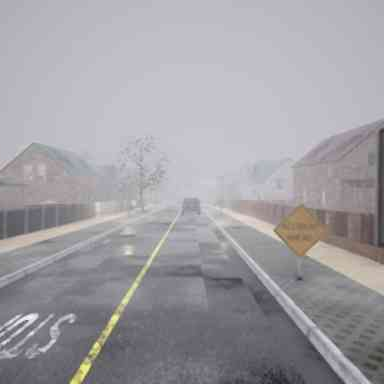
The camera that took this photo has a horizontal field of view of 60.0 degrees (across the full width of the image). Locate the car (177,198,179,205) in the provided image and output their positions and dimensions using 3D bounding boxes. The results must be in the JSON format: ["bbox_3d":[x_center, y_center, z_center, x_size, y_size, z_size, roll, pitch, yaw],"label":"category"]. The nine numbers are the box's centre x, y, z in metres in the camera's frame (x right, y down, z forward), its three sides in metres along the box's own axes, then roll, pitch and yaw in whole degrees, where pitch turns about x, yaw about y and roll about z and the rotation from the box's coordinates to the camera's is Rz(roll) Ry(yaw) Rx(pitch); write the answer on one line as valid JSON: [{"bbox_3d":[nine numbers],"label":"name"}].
[{"bbox_3d":[-2.140,2.721,87.983,1.812,1.442,4.674,0,-1,-7],"label":"car"}]

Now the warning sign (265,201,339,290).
[{"bbox_3d":[2.514,1.179,7.762,1.300,1.860,1.060,2,1,0],"label":"warning sign"}]

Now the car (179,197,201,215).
[{"bbox_3d":[-0.083,1.614,38.948,2.150,2.045,5.566,0,0,-1],"label":"car"}]

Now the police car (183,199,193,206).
[{"bbox_3d":[-1.084,2.421,78.088,1.930,1.638,5.238,0,-1,-5],"label":"police car"}]
